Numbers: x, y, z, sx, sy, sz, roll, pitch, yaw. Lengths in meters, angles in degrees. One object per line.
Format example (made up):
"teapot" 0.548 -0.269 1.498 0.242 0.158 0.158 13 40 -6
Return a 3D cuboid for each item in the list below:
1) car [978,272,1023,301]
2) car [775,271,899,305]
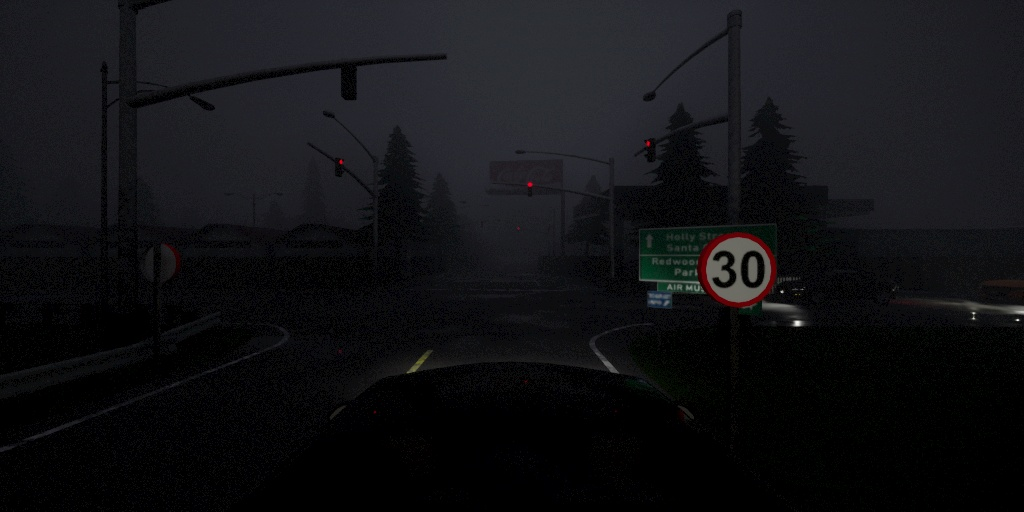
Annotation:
"car" 25.131 1.419 16.803 5.008 1.535 1.882 0 0 1
"car" 15.195 1.446 16.931 4.892 1.490 1.837 0 0 1
